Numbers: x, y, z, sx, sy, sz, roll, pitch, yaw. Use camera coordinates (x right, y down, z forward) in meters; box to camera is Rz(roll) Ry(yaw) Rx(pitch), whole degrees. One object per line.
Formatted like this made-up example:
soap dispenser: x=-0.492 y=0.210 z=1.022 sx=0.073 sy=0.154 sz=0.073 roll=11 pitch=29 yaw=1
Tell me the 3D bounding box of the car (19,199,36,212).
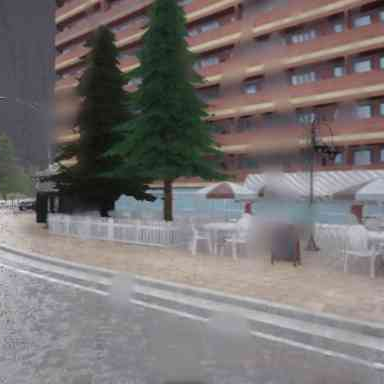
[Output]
car: x=-18.949 y=1.588 z=40.443 sx=1.837 sy=1.490 sz=4.892 roll=0 pitch=0 yaw=5
